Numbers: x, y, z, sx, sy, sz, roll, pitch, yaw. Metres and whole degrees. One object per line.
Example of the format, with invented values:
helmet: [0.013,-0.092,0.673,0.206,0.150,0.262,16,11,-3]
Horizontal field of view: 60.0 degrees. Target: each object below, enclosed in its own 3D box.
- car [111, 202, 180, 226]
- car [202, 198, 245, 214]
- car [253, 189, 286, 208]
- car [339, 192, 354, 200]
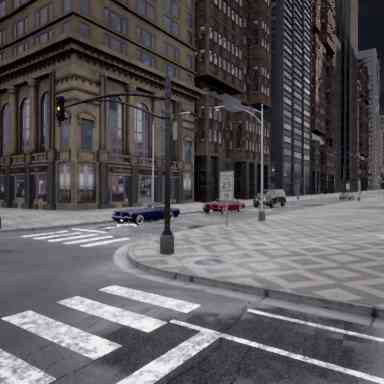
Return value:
car: [-2.908,1.350,21.583,1.895,1.301,4.718,0,1,36]
car: [2.895,1.217,29.716,1.895,1.301,4.718,0,1,35]
car: [9.035,0.696,38.323,2.150,2.045,5.566,0,1,36]
car: [27.091,0.683,58.143,2.033,1.411,5.357,0,1,33]
